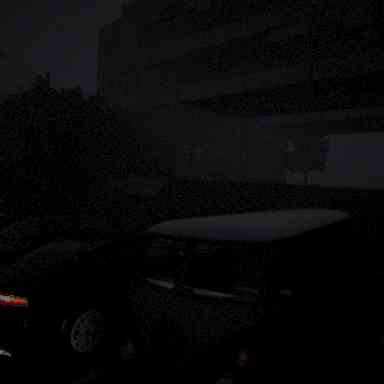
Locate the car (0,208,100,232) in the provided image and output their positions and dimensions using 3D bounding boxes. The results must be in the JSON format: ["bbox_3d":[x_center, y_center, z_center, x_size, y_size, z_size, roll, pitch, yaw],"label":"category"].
[{"bbox_3d":[-3.498,1.347,7.810,2.185,1.767,4.553,0,0,36],"label":"car"}]

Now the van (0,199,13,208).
[{"bbox_3d":[-7.997,1.241,11.122,1.878,1.987,4.442,0,0,35],"label":"van"}]

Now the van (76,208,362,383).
[{"bbox_3d":[0.968,1.252,4.447,1.878,1.987,4.442,0,0,35],"label":"van"}]

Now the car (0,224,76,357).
[{"bbox_3d":[-1.345,1.475,6.232,2.097,1.535,5.008,0,0,35],"label":"car"}]
